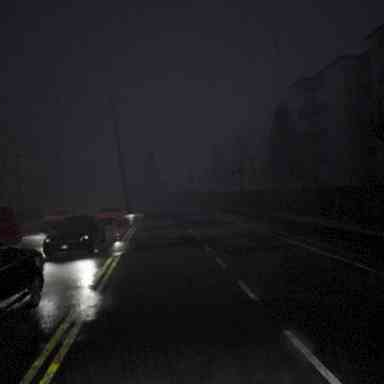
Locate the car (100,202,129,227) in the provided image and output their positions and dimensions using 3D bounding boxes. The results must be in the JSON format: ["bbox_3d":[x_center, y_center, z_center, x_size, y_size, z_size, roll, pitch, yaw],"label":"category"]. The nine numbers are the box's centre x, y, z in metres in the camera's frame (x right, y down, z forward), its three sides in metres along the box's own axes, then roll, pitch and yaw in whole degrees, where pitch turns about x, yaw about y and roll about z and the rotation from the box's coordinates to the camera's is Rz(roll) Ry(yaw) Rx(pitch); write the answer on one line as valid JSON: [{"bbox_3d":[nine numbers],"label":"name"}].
[{"bbox_3d":[-6.122,1.769,25.009,1.882,1.535,5.008,-3,0,-6],"label":"car"}]

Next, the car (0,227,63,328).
[{"bbox_3d":[-3.973,1.692,5.420,2.128,1.511,4.902,-3,0,-6],"label":"car"}]

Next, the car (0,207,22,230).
[{"bbox_3d":[-8.239,1.637,12.271,2.150,2.045,5.566,-3,0,-6],"label":"car"}]

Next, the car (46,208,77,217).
[{"bbox_3d":[-9.623,1.951,24.875,1.882,1.535,5.008,-3,0,-7],"label":"car"}]

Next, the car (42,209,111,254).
[{"bbox_3d":[-4.972,1.768,14.633,1.812,1.442,4.674,-3,0,-6],"label":"car"}]

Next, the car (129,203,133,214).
[{"bbox_3d":[-8.222,1.945,40.200,2.033,1.411,5.357,-3,0,-16],"label":"car"}]
